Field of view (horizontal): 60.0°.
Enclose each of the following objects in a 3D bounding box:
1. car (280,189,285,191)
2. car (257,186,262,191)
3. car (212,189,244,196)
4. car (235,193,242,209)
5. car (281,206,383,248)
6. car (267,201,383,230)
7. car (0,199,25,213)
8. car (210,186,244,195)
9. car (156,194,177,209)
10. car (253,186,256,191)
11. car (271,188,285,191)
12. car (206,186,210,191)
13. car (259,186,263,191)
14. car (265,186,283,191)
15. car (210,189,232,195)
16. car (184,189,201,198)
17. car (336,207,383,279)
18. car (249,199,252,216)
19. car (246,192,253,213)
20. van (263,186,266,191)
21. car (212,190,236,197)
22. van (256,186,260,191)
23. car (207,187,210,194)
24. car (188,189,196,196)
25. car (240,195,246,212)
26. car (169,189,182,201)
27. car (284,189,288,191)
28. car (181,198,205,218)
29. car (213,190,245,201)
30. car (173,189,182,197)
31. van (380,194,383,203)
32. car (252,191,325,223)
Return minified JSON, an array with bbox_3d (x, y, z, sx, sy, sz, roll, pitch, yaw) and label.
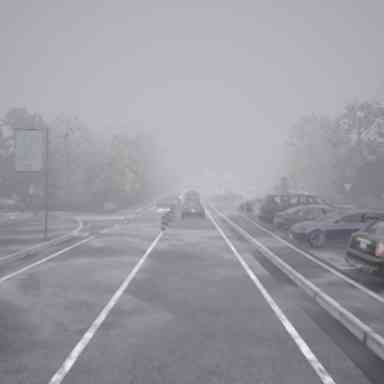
[{"bbox_3d":[19.843,0.677,63.406,4.792,1.488,2.163,0,2,0],"label":"car"},{"bbox_3d":[20.076,-0.121,85.544,4.792,1.488,2.163,0,2,0],"label":"car"},{"bbox_3d":[6.798,0.652,63.515,5.008,1.535,2.097,0,2,0],"label":"car"},{"bbox_3d":[6.769,1.099,30.923,4.792,1.488,2.163,0,2,1],"label":"car"},{"bbox_3d":[6.623,1.504,14.216,4.792,1.488,2.163,0,1,1],"label":"car"},{"bbox_3d":[6.670,1.430,16.994,4.892,1.521,2.231,0,1,1],"label":"car"},{"bbox_3d":[-21.301,1.549,38.134,5.008,1.535,1.882,0,-2,28],"label":"car"},{"bbox_3d":[6.843,0.299,66.279,5.566,2.045,2.435,0,2,0],"label":"car"},{"bbox_3d":[-3.363,1.329,41.644,1.994,1.385,4.181,0,1,0],"label":"car"},{"bbox_3d":[20.096,-0.315,91.078,5.008,1.535,2.097,0,2,0],"label":"car"},{"bbox_3d":[19.730,0.440,68.942,5.366,1.575,1.946,0,2,0],"label":"car"},{"bbox_3d":[6.740,0.033,80.282,5.366,1.575,1.946,0,2,0],"label":"car"},{"bbox_3d":[20.055,-0.034,82.906,4.792,1.488,2.163,0,2,0],"label":"car"},{"bbox_3d":[19.988,-0.012,74.467,5.566,2.045,2.435,0,2,0],"label":"car"},{"bbox_3d":[7.132,-0.060,82.930,5.366,1.575,1.946,0,2,0],"label":"car"},{"bbox_3d":[0.076,0.818,47.301,2.150,2.045,5.566,0,2,0],"label":"car"},{"bbox_3d":[6.572,1.405,8.633,4.553,1.767,2.185,0,0,0],"label":"car"},{"bbox_3d":[6.720,1.308,22.576,5.008,1.535,2.097,0,1,1],"label":"car"},{"bbox_3d":[6.780,1.108,25.350,4.553,1.767,2.185,0,2,1],"label":"car"},{"bbox_3d":[20.121,-0.193,80.127,4.442,1.987,1.878,0,2,0],"label":"van"},{"bbox_3d":[6.865,0.346,71.838,4.892,1.521,2.231,0,2,0],"label":"car"},{"bbox_3d":[19.961,-0.459,88.288,4.442,1.987,1.878,0,2,0],"label":"van"},{"bbox_3d":[6.695,0.240,74.613,5.366,1.575,1.946,0,2,0],"label":"car"},{"bbox_3d":[-0.001,0.021,81.816,2.128,1.511,4.902,0,2,0],"label":"car"},{"bbox_3d":[6.803,1.181,28.140,4.792,1.488,2.163,0,2,1],"label":"car"},{"bbox_3d":[-3.318,0.781,58.539,2.033,1.411,5.357,0,2,1],"label":"car"},{"bbox_3d":[19.882,0.620,60.756,4.553,1.767,2.185,0,2,0],"label":"car"},{"bbox_3d":[0.086,1.487,29.172,1.994,1.385,4.181,0,0,0],"label":"car"},{"bbox_3d":[6.741,0.784,60.742,4.792,1.488,2.163,0,2,0],"label":"car"},{"bbox_3d":[-3.268,0.211,74.232,1.837,1.490,4.892,0,2,0],"label":"car"},{"bbox_3d":[19.751,0.838,30.884,4.442,1.987,1.878,-1,2,0],"label":"van"},{"bbox_3d":[6.729,1.122,19.777,5.566,2.045,2.435,0,1,1],"label":"car"}]
